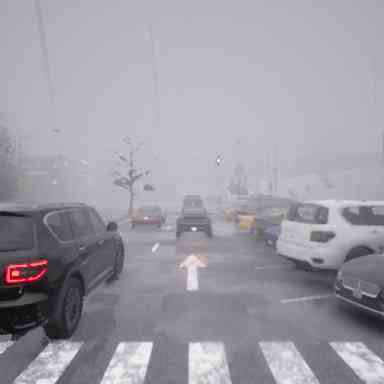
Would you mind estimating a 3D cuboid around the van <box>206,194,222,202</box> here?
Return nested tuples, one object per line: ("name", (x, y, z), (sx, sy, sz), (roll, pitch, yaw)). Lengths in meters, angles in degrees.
("van", (4.973, 1.506, 79.575), (4.442, 1.987, 1.878), (1, -1, -20))

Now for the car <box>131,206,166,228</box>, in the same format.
("car", (-2.897, 1.621, 22.891), (1.994, 1.385, 4.181), (0, 0, 0))

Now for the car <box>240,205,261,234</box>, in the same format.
("car", (5.065, 1.519, 15.402), (4.892, 1.521, 2.231), (1, 0, -20))

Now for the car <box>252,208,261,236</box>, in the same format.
("car", (5.077, 1.507, 12.417), (5.008, 1.535, 2.097), (1, 0, -20))

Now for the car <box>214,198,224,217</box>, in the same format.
("car", (4.901, 1.562, 27.265), (5.366, 1.575, 1.946), (1, 0, -20))

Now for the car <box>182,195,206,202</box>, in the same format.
("car", (0.106, 1.337, 36.460), (2.150, 2.045, 5.566), (0, 0, 0))

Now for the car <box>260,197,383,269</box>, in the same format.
("car", (5.101, 1.249, 9.453), (5.566, 2.045, 2.435), (1, 0, -20))

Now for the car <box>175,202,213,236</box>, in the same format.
("car", (0.101, 1.544, 18.564), (1.837, 1.490, 4.892), (0, 0, 0))

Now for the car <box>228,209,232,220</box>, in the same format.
("car", (5.098, 1.571, 21.380), (4.792, 1.488, 2.163), (1, -1, -20))

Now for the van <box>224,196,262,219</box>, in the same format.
("van", (4.967, 1.327, 24.307), (4.442, 1.987, 1.878), (1, 0, -20))

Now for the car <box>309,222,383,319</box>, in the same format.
("car", (5.081, 1.496, 6.451), (4.892, 1.521, 2.231), (1, 0, -20))

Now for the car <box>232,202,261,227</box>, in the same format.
("car", (5.246, 1.528, 18.450), (5.366, 1.575, 1.946), (1, -1, -20))

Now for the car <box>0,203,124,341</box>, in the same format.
("car", (-2.892, 1.219, 6.679), (2.150, 2.045, 5.566), (0, -1, 0))
